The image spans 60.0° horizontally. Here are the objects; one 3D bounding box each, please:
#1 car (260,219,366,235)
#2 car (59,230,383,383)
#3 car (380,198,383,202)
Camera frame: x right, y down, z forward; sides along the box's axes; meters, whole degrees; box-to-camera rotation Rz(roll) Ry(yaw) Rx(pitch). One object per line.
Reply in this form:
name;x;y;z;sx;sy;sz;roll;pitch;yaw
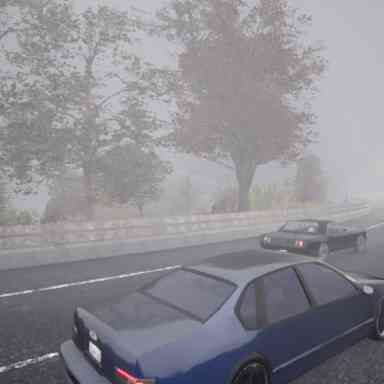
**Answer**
car;4.644;1.640;12.245;4.718;1.301;1.895;0;0;-41
car;1.058;1.565;4.710;5.357;1.411;2.033;0;0;-38
car;46.781;1.813;79.605;1.895;1.301;4.718;0;0;6
